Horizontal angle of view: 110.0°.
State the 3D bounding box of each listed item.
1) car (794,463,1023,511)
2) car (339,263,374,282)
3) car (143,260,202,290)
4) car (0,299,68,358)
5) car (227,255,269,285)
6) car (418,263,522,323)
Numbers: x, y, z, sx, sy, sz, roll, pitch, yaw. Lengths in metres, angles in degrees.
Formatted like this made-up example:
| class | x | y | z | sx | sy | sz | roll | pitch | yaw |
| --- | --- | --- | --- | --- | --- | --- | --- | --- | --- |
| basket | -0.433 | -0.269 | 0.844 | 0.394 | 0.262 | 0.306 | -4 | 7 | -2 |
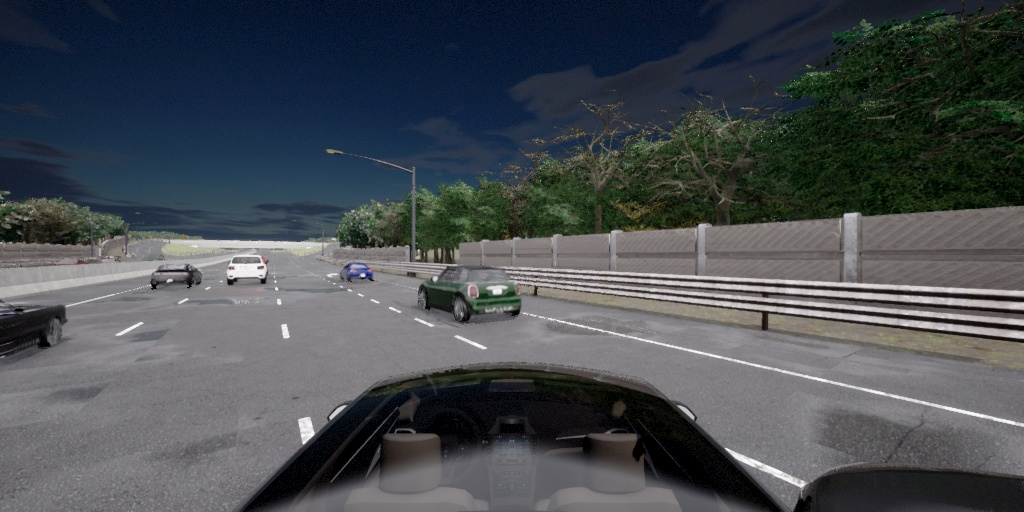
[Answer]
| class | x | y | z | sx | sy | sz | roll | pitch | yaw |
| --- | --- | --- | --- | --- | --- | --- | --- | --- | --- |
| car | 2.985 | 1.315 | 0.487 | 4.181 | 1.385 | 1.994 | 0 | 0 | 34 |
| car | -12.363 | 1.262 | 28.494 | 1.812 | 1.442 | 4.674 | 0 | 0 | -34 |
| car | -21.113 | 1.226 | 22.688 | 2.128 | 1.511 | 4.902 | 0 | 0 | -34 |
| car | -9.932 | 1.348 | 6.108 | 1.895 | 1.301 | 4.718 | 0 | 0 | -34 |
| car | -19.278 | 0.955 | 26.233 | 2.150 | 2.045 | 5.566 | 0 | 0 | -34 |
| car | -1.638 | 1.099 | 12.588 | 2.097 | 1.767 | 4.553 | 0 | 0 | -34 |
